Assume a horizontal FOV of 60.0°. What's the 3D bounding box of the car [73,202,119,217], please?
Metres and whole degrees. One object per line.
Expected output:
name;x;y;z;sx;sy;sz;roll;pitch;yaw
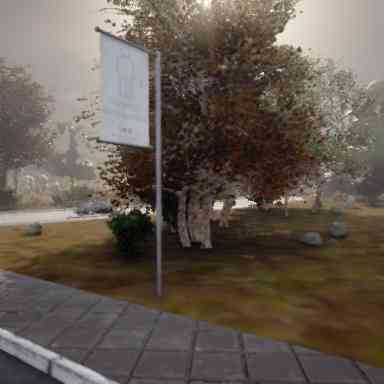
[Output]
car;-9.756;1.721;34.267;2.128;1.511;4.902;-1;0;38
